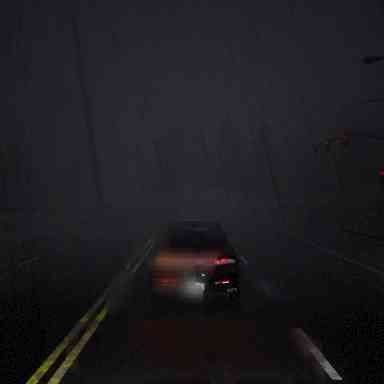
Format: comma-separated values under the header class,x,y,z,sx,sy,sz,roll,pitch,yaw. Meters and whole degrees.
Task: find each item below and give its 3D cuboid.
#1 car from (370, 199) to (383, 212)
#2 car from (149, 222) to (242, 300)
class,x,y,z,sx,sy,sz,roll,pitch,yaw
car,22.331,1.166,35.993,5.566,2.045,2.150,0,0,0
car,0.071,1.492,8.393,2.128,1.511,4.902,0,0,0
